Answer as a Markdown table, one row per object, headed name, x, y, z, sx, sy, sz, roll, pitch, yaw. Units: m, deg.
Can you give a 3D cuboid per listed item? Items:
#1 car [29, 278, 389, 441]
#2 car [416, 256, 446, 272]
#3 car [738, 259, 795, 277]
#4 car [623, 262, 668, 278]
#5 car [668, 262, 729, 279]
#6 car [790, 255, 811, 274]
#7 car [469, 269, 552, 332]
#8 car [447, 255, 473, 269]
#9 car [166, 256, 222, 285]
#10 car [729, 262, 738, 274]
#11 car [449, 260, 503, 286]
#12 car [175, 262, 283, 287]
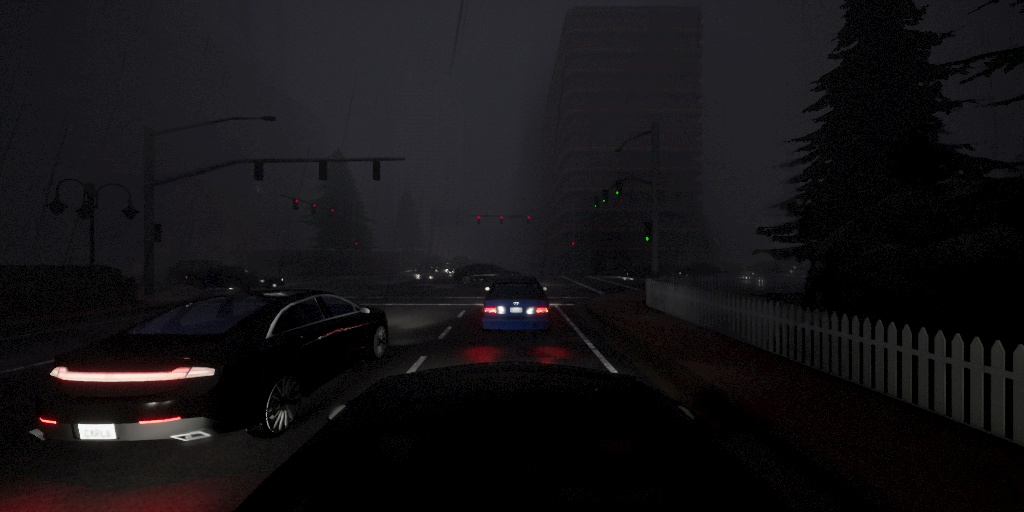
| name | x | y | z | sx | sy | sz | roll | pitch | yaw |
| --- | --- | --- | --- | --- | --- | --- | --- | --- | --- |
| car | -3.427 | 1.242 | 5.397 | 2.128 | 1.511 | 4.902 | 0 | 0 | 0 |
| car | -10.529 | 0.971 | 45.981 | 2.150 | 2.045 | 5.566 | 0 | 0 | 2 |
| car | 24.369 | 1.242 | 34.262 | 5.357 | 1.411 | 2.033 | 0 | 0 | -31 |
| car | 13.155 | 1.242 | 33.411 | 5.357 | 1.411 | 2.033 | 0 | 0 | -13 |
| car | 15.889 | 1.259 | 30.586 | 4.181 | 1.385 | 1.994 | 0 | 0 | -20 |
| car | 32.359 | 0.916 | 40.589 | 2.150 | 2.045 | 5.566 | 0 | 0 | 43 |
| car | 0.122 | 1.297 | 10.809 | 2.033 | 1.411 | 5.357 | 0 | 0 | 1 |
| car | -7.057 | 0.971 | 49.141 | 2.150 | 2.045 | 5.566 | 0 | 0 | 0 |
| car | -20.919 | 1.047 | 24.842 | 4.553 | 1.767 | 2.097 | 0 | 0 | 0 |
| car | 22.056 | 1.295 | 36.974 | 4.718 | 1.301 | 1.895 | 0 | 0 | -30 |
| car | -1.644 | 1.240 | 24.964 | 4.892 | 1.490 | 1.837 | 0 | 0 | 0 |
| car | -16.060 | 1.255 | 20.786 | 5.357 | 1.411 | 2.033 | 1 | 0 | 10 |
